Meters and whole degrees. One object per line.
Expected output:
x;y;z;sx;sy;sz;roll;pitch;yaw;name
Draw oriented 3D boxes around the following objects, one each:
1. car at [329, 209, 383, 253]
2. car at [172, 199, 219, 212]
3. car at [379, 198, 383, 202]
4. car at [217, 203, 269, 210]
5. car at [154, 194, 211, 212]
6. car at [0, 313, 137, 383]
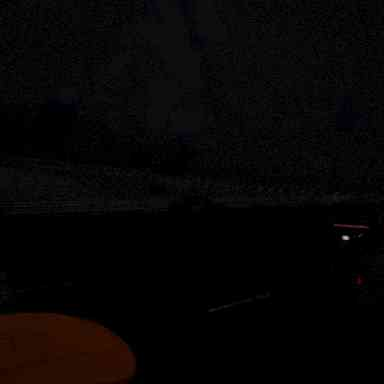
7.629;1.471;13.738;4.902;1.511;2.128;0;0;-37;car
1.406;1.521;26.799;5.357;1.411;2.033;0;0;-37;car
32.508;1.344;54.291;5.008;1.535;1.882;0;0;-36;car
4.449;1.572;24.703;4.718;1.301;1.895;0;0;-37;car
-0.637;1.195;29.643;5.566;2.045;2.150;0;0;-37;car
-2.707;1.480;1.831;5.008;1.535;1.882;0;0;-36;car
